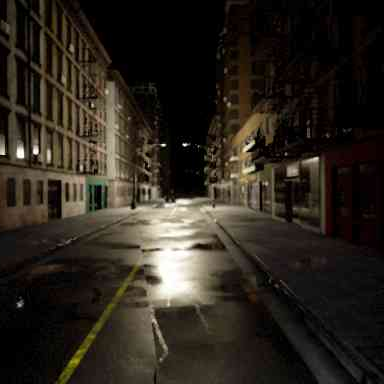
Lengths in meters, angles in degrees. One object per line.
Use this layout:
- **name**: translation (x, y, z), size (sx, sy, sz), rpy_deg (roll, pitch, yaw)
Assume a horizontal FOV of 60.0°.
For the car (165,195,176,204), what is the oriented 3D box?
- **car**: translation (-3.823, 1.328, 59.754), size (2.128, 1.511, 4.902), rpy_deg (-1, 0, -1)
